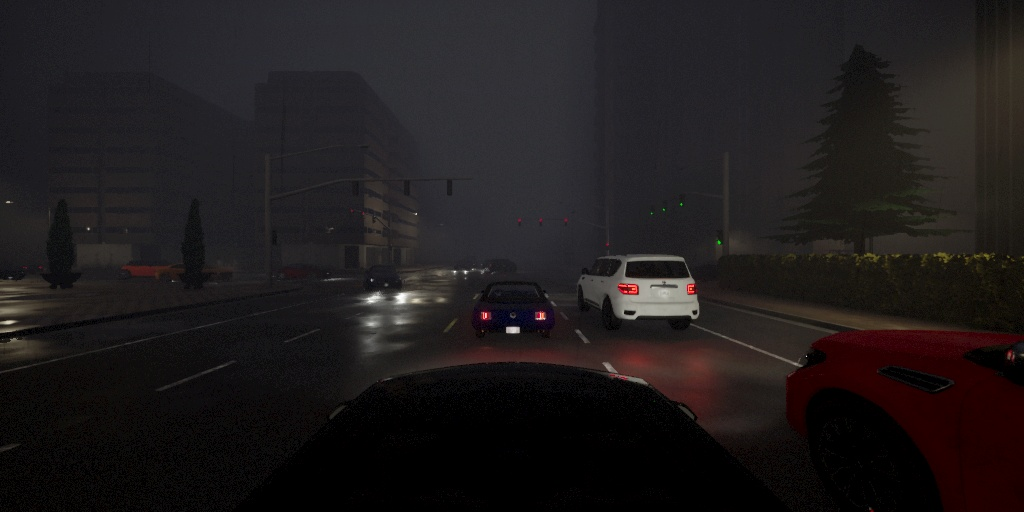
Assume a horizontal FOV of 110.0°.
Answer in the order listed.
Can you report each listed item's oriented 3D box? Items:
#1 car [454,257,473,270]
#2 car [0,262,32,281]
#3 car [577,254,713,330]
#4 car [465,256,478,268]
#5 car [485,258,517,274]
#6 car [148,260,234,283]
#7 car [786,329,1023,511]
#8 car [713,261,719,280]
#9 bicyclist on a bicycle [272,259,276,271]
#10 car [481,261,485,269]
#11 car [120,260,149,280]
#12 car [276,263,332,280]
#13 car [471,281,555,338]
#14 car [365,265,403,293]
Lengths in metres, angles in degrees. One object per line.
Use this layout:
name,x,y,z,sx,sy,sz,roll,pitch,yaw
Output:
car,-7.147,1.276,51.544,1.812,1.442,4.674,0,0,0
car,-40.511,1.351,27.444,4.718,1.301,1.895,0,0,1
car,3.576,0.971,11.278,2.150,2.045,5.566,0,0,-2
car,-7.156,0.971,61.241,2.150,2.045,5.566,0,0,0
car,-0.998,1.102,41.551,2.097,1.767,4.553,0,0,18
car,-24.063,1.228,27.296,5.008,1.535,1.882,0,0,1
car,3.601,0.971,0.917,2.150,2.045,5.566,0,0,0
car,15.355,1.276,26.955,4.674,1.442,1.812,0,0,0
bicyclist on a bicycle,-28.690,1.051,42.820,0.582,1.620,1.656,0,0,0
car,-3.666,1.255,55.456,1.837,1.490,4.892,0,0,0
car,-30.601,1.102,30.854,4.553,1.767,2.097,0,0,1
car,-17.767,1.314,30.745,4.181,1.385,1.994,0,0,1
car,0.046,1.351,10.150,1.895,1.301,4.718,0,0,0
car,-7.701,1.276,21.324,1.812,1.442,4.674,1,0,-25
